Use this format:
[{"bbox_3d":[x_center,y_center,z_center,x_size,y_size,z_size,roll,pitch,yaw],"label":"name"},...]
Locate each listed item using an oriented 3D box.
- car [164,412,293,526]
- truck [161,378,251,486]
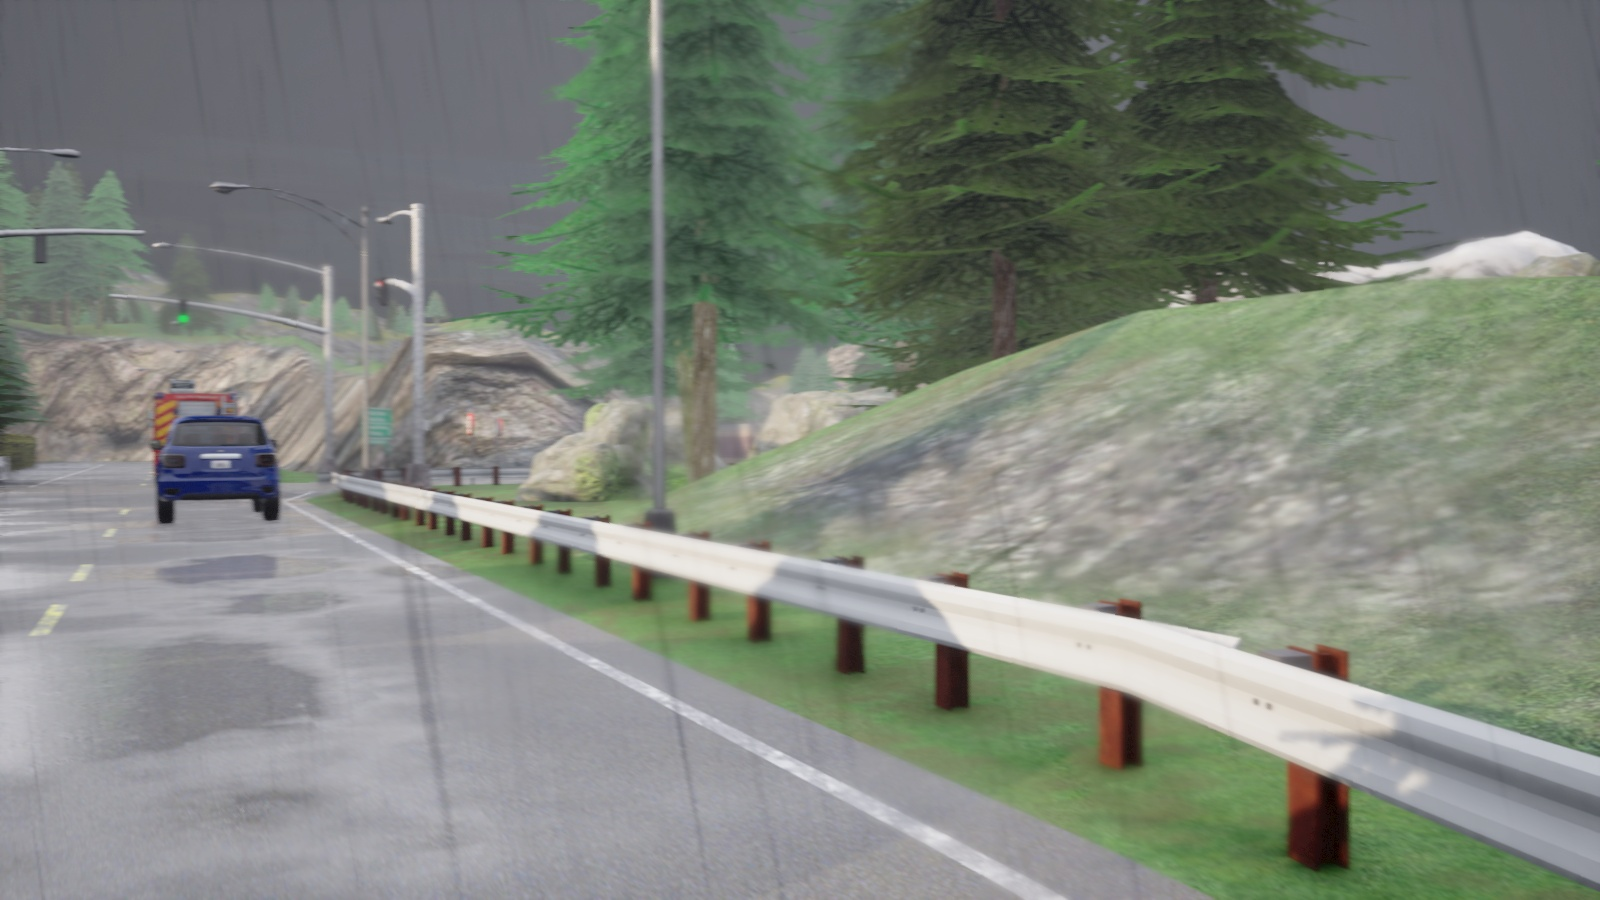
[{"bbox_3d":[-11.733,0.323,25.630,2.150,2.045,5.566,0,0,-26],"label":"car"},{"bbox_3d":[-23.170,-0.687,48.873,2.891,3.827,8.468,0,1,-26],"label":"truck"}]
